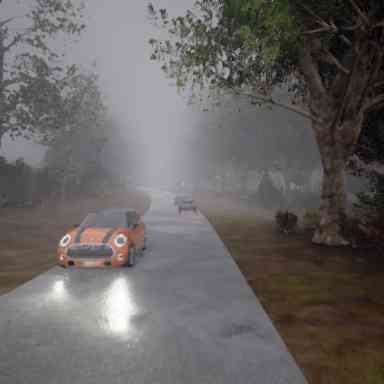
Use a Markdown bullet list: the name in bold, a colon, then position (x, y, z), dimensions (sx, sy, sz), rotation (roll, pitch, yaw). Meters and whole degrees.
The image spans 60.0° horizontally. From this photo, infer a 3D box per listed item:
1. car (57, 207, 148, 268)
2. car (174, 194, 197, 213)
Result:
- **car**: position (-2.803, 1.373, 11.346), dimensions (2.097, 1.767, 4.553), rotation (0, 0, 0)
- **car**: position (-0.528, 1.301, 34.686), dimensions (2.128, 1.511, 4.902), rotation (0, 1, -3)
